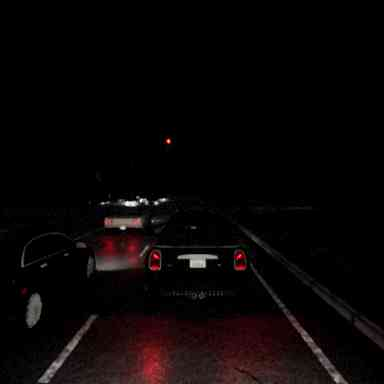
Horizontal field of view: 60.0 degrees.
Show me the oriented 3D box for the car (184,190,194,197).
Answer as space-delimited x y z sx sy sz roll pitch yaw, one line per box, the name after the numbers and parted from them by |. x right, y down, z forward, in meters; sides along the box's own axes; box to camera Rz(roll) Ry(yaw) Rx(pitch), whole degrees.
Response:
-0.510 0.540 86.203 1.812 1.442 4.674 0 1 -4 | car

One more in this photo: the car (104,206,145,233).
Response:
-3.399 1.450 18.579 1.895 1.301 4.718 0 1 0 | car

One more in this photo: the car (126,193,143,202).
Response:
-10.568 0.904 59.425 2.128 1.511 4.902 0 1 0 | car

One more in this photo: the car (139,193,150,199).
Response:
-10.604 0.805 74.814 1.895 1.301 4.718 0 1 -1 | car

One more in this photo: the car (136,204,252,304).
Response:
0.104 1.307 8.199 2.097 1.767 4.553 0 1 0 | car

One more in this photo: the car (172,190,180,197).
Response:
-3.986 0.526 85.708 1.837 1.490 4.892 0 1 -4 | car

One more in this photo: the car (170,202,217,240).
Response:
0.095 1.354 17.396 2.128 1.511 4.902 0 1 1 | car

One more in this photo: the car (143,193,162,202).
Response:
-7.068 0.888 59.533 1.882 1.535 5.008 0 1 1 | car

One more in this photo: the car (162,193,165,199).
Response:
-7.103 0.805 74.819 1.895 1.301 4.718 0 1 -1 | car

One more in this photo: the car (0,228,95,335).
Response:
-3.395 1.473 6.619 1.837 1.490 4.892 0 1 0 | car
